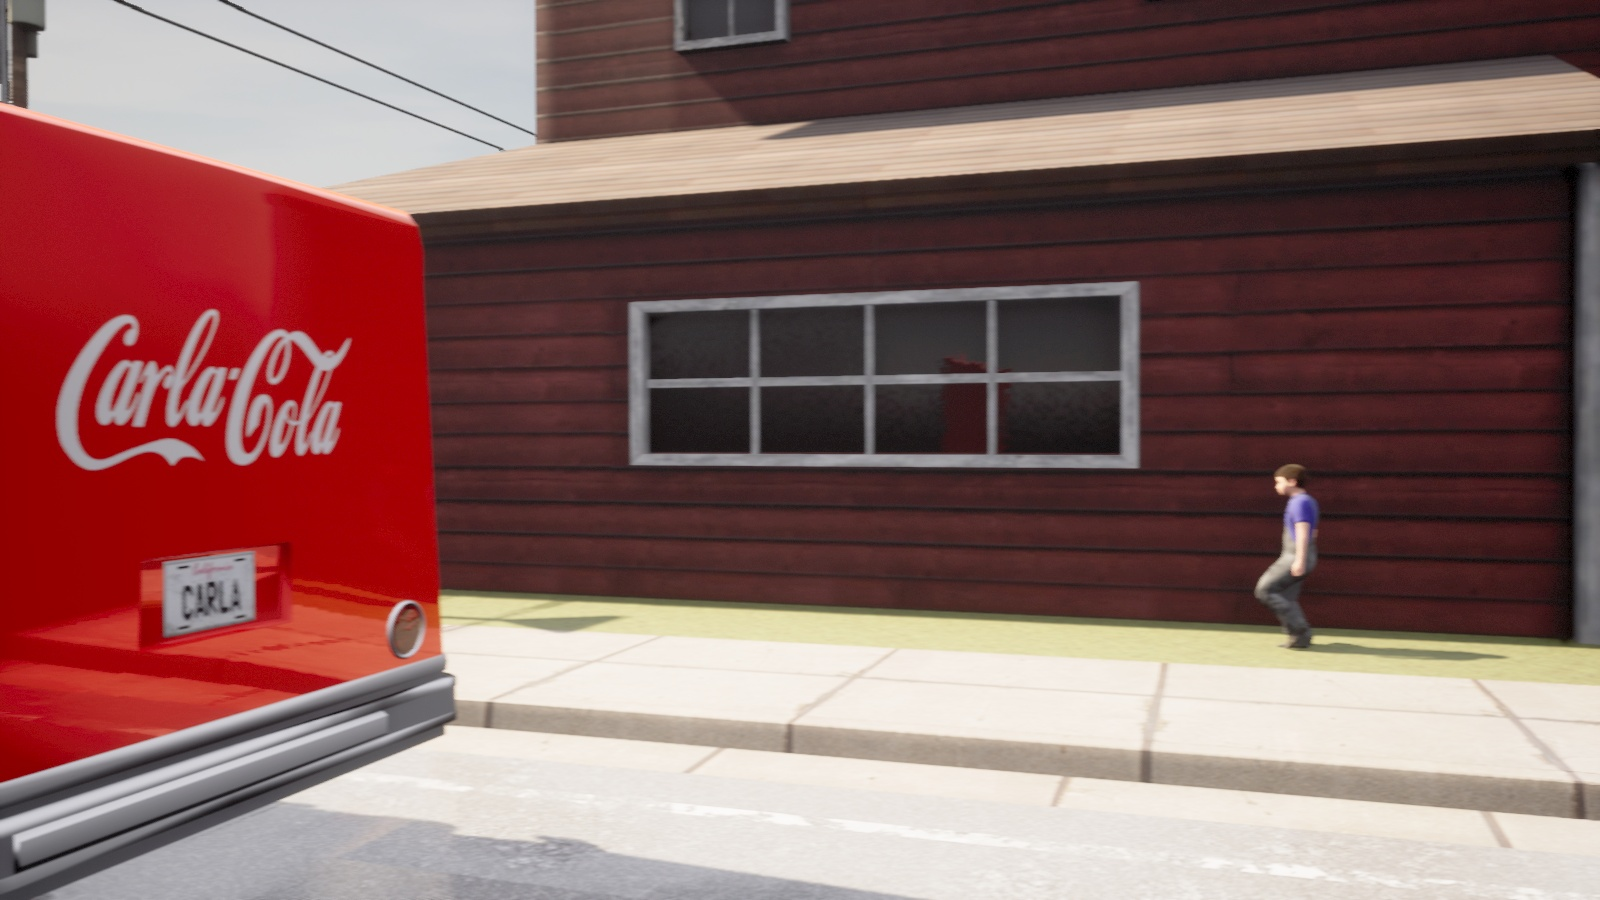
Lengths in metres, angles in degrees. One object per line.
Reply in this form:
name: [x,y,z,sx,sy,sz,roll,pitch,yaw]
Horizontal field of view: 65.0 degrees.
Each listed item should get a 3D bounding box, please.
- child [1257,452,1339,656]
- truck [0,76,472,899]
child: [3.202,0.652,8.072,0.437,1.263,0.270,1,1,31]
truck: [-4.209,0.259,4.601,5.204,2.467,2.627,1,1,18]
